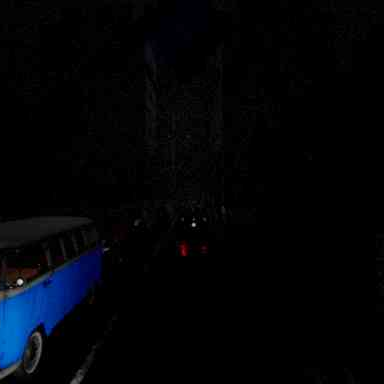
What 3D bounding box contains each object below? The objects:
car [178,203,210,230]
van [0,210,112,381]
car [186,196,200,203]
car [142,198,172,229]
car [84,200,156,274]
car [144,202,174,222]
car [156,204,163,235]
[{"bbox_3d":[0.102,1.624,21.460,1.895,1.301,4.718,0,0,0],"label":"car"},{"bbox_3d":[-2.632,1.344,5.148,1.690,1.788,3.998,0,0,0],"label":"van"},{"bbox_3d":[0.096,1.520,33.758,1.882,1.535,5.008,0,0,0],"label":"car"},{"bbox_3d":[-2.631,1.339,21.989,2.192,1.841,5.009,0,0,0],"label":"car"},{"bbox_3d":[-2.632,1.323,10.762,2.192,1.841,5.009,0,0,0],"label":"car"},{"bbox_3d":[-2.631,1.584,27.603,2.008,1.369,4.403,0,0,0],"label":"car"},{"bbox_3d":[-2.632,1.540,16.205,1.752,1.417,4.829,0,0,0],"label":"car"}]
